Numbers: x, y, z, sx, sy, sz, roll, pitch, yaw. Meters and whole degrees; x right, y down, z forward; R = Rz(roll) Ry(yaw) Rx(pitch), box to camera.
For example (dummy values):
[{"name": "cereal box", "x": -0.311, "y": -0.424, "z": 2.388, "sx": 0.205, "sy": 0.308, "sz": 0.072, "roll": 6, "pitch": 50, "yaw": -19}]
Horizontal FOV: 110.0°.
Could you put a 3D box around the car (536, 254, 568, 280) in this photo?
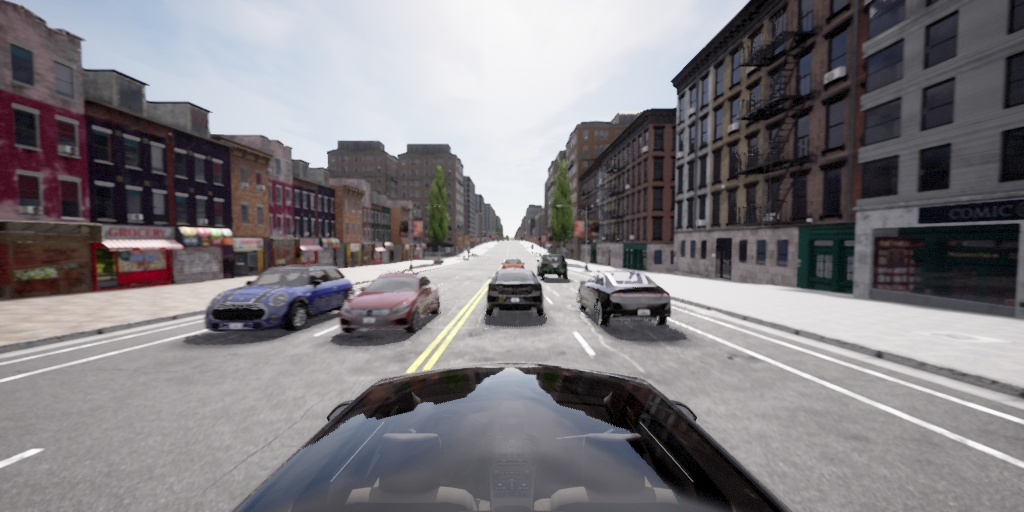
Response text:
[{"name": "car", "x": 3.347, "y": 0.867, "z": 30.404, "sx": 2.150, "sy": 2.045, "sz": 5.566, "roll": 0, "pitch": 0, "yaw": 0}]

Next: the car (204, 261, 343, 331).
[{"name": "car", "x": -6.599, "y": 1.073, "z": 10.811, "sx": 2.097, "sy": 1.767, "sz": 4.553, "roll": 0, "pitch": 0, "yaw": 0}]

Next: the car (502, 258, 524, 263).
[{"name": "car", "x": 0.098, "y": 0.989, "z": 32.539, "sx": 2.097, "sy": 1.767, "sz": 4.553, "roll": 0, "pitch": 0, "yaw": 0}]

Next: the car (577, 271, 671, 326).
[{"name": "car", "x": 3.348, "y": 1.211, "z": 11.512, "sx": 2.128, "sy": 1.511, "sz": 4.902, "roll": 0, "pitch": 0, "yaw": 0}]

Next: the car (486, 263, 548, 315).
[{"name": "car", "x": 0.100, "y": 1.190, "z": 13.492, "sx": 1.882, "sy": 1.535, "sz": 5.008, "roll": 0, "pitch": 0, "yaw": 0}]

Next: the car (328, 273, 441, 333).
[{"name": "car", "x": -3.350, "y": 1.247, "z": 10.737, "sx": 1.812, "sy": 1.442, "sz": 4.674, "roll": 0, "pitch": 0, "yaw": 0}]
